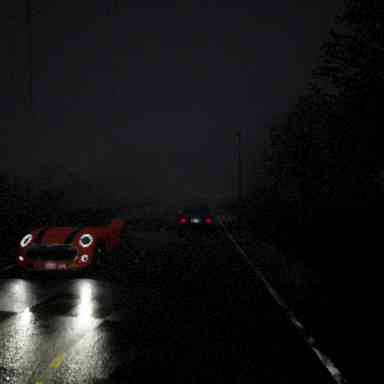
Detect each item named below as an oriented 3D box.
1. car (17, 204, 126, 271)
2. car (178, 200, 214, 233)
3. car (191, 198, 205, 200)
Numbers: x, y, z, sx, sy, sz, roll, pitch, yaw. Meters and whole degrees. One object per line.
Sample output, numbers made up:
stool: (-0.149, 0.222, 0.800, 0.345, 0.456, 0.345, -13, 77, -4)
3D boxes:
car: (-3.546, 1.246, 10.607, 2.097, 1.767, 4.553, 0, 1, 1)
car: (0.217, 1.371, 18.197, 2.033, 1.411, 5.357, 0, 1, 1)
car: (0.690, 1.267, 35.991, 1.895, 1.301, 4.718, 0, 1, 2)
